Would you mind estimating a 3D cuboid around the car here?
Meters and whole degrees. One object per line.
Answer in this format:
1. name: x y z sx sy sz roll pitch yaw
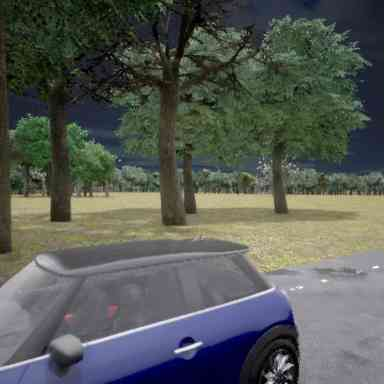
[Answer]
1. car: -1.042 1.351 3.247 4.553 1.767 2.097 0 0 -35
